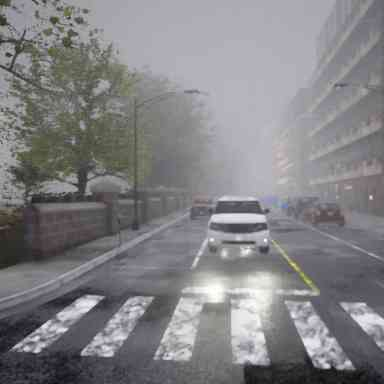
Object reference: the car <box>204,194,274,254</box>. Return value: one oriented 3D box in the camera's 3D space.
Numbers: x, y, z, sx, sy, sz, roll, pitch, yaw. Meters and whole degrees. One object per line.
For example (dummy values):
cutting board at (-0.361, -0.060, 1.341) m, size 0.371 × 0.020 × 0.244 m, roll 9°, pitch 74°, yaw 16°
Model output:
car at (1.952, 1.208, 13.884) m, size 2.150 × 2.045 × 5.566 m, roll -1°, pitch 0°, yaw 8°

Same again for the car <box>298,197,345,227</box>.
car at (8.744, 1.384, 22.395) m, size 1.967 × 1.590 × 4.097 m, roll 0°, pitch 0°, yaw 7°

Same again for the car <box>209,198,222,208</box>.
car at (3.564, 1.606, 50.622) m, size 1.752 × 1.417 × 4.829 m, roll 0°, pitch 0°, yaw 7°

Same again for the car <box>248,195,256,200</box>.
car at (16.971, 1.643, 93.727) m, size 1.947 × 1.339 × 4.313 m, roll 0°, pitch 0°, yaw 7°

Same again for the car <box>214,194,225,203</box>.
car at (6.118, 1.437, 72.739) m, size 2.192 × 1.841 × 5.009 m, roll 0°, pitch 0°, yaw 7°

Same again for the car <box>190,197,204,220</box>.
car at (1.054, 1.355, 28.843) m, size 2.192 × 1.841 × 5.009 m, roll 0°, pitch 0°, yaw 7°

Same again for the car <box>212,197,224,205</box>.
car at (4.849, 1.652, 61.765) m, size 2.008 × 1.369 × 4.403 m, roll 0°, pitch 0°, yaw 7°

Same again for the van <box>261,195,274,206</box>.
van at (12.543, 1.347, 55.318) m, size 1.690 × 1.788 × 3.998 m, roll 0°, pitch 0°, yaw 7°

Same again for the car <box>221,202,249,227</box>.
car at (3.086, 1.531, 23.982) m, size 1.812 × 1.442 × 4.674 m, roll -1°, pitch 0°, yaw 7°

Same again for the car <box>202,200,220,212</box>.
car at (2.317, 1.627, 39.817) m, size 1.947 × 1.339 × 4.313 m, roll 0°, pitch 0°, yaw 7°

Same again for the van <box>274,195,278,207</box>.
van at (11.909, 1.336, 49.831) m, size 1.690 × 1.788 × 3.998 m, roll 0°, pitch 0°, yaw 7°

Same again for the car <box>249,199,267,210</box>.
car at (8.471, 1.610, 43.142) m, size 1.895 × 1.301 × 4.718 m, roll -1°, pitch 0°, yaw 7°

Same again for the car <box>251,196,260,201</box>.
car at (15.705, 1.622, 82.752) m, size 1.947 × 1.339 × 4.313 m, roll 0°, pitch 0°, yaw 7°

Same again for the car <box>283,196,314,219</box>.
car at (9.378, 1.269, 27.882) m, size 2.192 × 1.841 × 5.009 m, roll 0°, pitch 0°, yaw 7°

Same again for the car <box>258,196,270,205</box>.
car at (13.193, 1.541, 60.973) m, size 1.752 × 1.417 × 4.829 m, roll 0°, pitch 0°, yaw 7°

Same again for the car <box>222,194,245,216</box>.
car at (4.314, 1.246, 34.538) m, size 2.150 × 2.045 × 5.566 m, roll -1°, pitch 0°, yaw 7°

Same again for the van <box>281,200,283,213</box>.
van at (10.011, 1.306, 33.369) m, size 1.690 × 1.788 × 3.998 m, roll 0°, pitch 0°, yaw 7°

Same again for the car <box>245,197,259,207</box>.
car at (9.546, 1.533, 52.951) m, size 1.837 × 1.490 × 4.892 m, roll -1°, pitch 0°, yaw 7°
